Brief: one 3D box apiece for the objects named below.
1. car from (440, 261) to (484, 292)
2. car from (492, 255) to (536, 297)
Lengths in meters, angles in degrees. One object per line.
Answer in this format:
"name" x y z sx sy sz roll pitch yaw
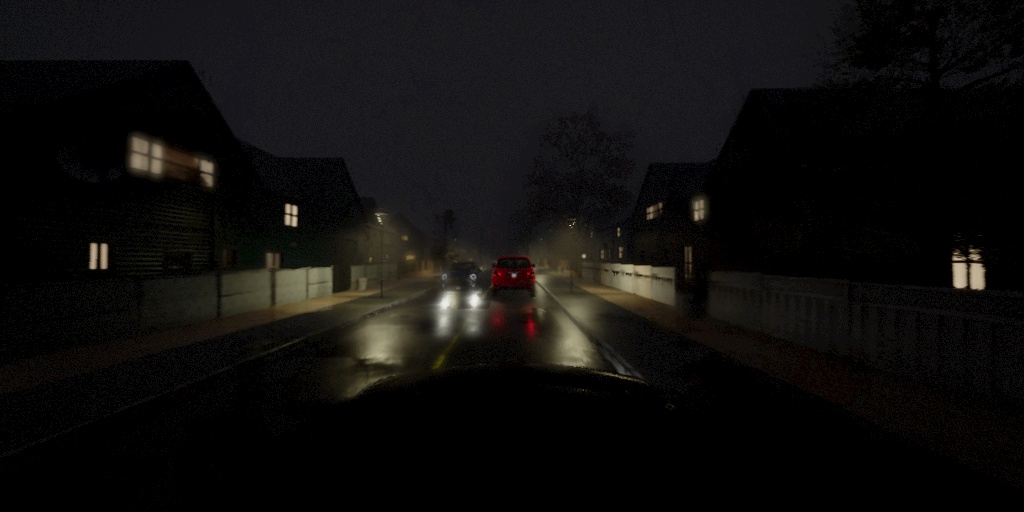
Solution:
"car" -2.851 1.116 21.200 2.097 1.767 4.553 0 0 0
"car" 0.095 0.986 19.314 2.150 2.045 5.566 0 0 0
